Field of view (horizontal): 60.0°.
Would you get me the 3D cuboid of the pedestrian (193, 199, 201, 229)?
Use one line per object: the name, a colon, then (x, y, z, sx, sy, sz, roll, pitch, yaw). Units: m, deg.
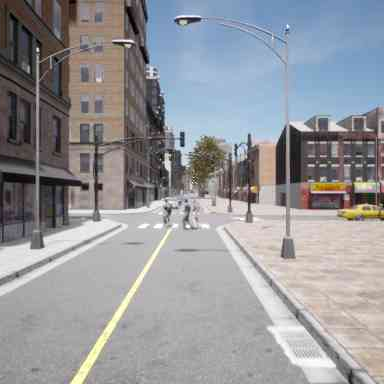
pedestrian: (0.180, 1.284, 19.976, 0.375, 1.860, 0.375, 0, 0, 0)

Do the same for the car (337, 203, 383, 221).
car: (13.987, 1.581, 26.098, 4.829, 1.417, 1.752, 0, -1, 0)

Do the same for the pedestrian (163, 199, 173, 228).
pedestrian: (-1.529, 1.283, 20.582, 0.375, 1.860, 0.375, 0, 0, 0)

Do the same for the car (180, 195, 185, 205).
car: (-2.621, 1.479, 57.842, 2.033, 1.411, 5.357, 0, 0, 0)

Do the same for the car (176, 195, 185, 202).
car: (-2.478, 1.377, 73.406, 1.812, 1.442, 4.674, 0, 0, 0)

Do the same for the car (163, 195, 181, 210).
car: (-2.688, 1.479, 43.008, 1.812, 1.442, 4.674, 0, 0, 0)

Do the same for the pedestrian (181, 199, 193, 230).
pedestrian: (-0.309, 1.284, 19.375, 0.375, 1.860, 0.375, 0, 0, 0)
